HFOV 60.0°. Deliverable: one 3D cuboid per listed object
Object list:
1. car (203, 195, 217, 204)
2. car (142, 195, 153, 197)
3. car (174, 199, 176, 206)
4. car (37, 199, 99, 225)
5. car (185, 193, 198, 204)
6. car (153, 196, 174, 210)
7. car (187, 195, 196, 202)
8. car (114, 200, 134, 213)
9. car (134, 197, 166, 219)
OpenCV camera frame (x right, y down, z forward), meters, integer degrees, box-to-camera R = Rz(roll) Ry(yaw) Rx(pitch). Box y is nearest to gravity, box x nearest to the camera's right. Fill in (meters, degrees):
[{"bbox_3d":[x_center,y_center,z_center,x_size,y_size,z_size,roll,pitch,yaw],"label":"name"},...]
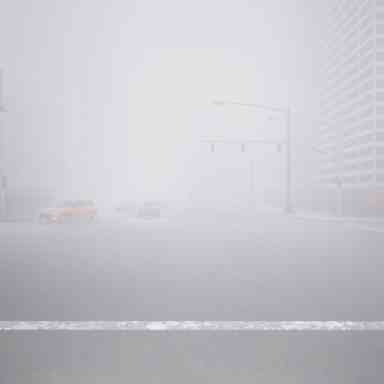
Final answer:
[{"bbox_3d":[3.502,1.526,62.588,1.812,1.442,4.674,0,0,0],"label":"car"},{"bbox_3d":[-7.168,1.526,49.500,1.812,1.442,4.674,0,0,0],"label":"car"},{"bbox_3d":[-3.671,1.564,55.843,1.994,1.385,4.181,0,0,-1],"label":"car"},{"bbox_3d":[-8.995,1.351,24.498,2.097,1.767,4.553,0,0,26],"label":"car"},{"bbox_3d":[-0.099,1.221,63.891,2.150,2.045,5.566,0,0,0],"label":"car"},{"bbox_3d":[-3.660,1.526,42.371,1.812,1.442,4.674,0,0,0],"label":"car"},{"bbox_3d":[-0.115,1.382,74.562,1.994,1.385,4.181,0,0,0],"label":"car"},{"bbox_3d":[-7.154,1.547,36.739,2.033,1.411,5.357,0,0,0],"label":"car"},{"bbox_3d":[-3.641,1.504,29.602,1.837,1.490,4.892,0,0,0],"label":"car"}]
